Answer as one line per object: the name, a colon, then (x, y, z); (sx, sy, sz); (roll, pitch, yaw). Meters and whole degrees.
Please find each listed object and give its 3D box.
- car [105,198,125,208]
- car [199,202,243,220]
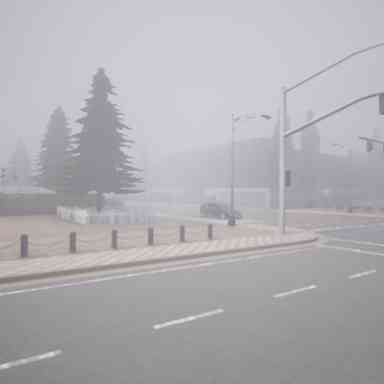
car: (-11.990, 1.647, 51.212); (1.837, 1.490, 4.892); (1, 0, -36)
car: (2.606, 1.711, 30.767); (1.837, 1.490, 4.892); (1, 3, -36)
